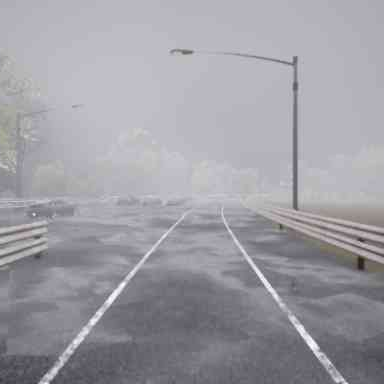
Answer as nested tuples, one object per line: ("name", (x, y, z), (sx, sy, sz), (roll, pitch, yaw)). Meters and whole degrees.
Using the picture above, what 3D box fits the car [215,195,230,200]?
("car", (8.761, 1.508, 95.026), (2.033, 1.411, 5.357), (0, 0, 16))

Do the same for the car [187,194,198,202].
("car", (-0.786, 1.267, 72.222), (2.097, 1.767, 4.553), (0, 0, 14))

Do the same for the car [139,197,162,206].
("car", (-5.862, 1.424, 49.840), (1.994, 1.385, 4.181), (0, 0, 12))

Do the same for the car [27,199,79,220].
("car", (-10.602, 1.311, 25.670), (1.837, 1.490, 4.892), (0, 0, 10))

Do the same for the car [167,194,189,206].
("car", (-2.313, 1.424, 49.704), (1.994, 1.385, 4.181), (0, 0, 12))

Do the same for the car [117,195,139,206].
("car", (-9.428, 1.211, 49.928), (2.097, 1.767, 4.553), (0, 0, 12))
